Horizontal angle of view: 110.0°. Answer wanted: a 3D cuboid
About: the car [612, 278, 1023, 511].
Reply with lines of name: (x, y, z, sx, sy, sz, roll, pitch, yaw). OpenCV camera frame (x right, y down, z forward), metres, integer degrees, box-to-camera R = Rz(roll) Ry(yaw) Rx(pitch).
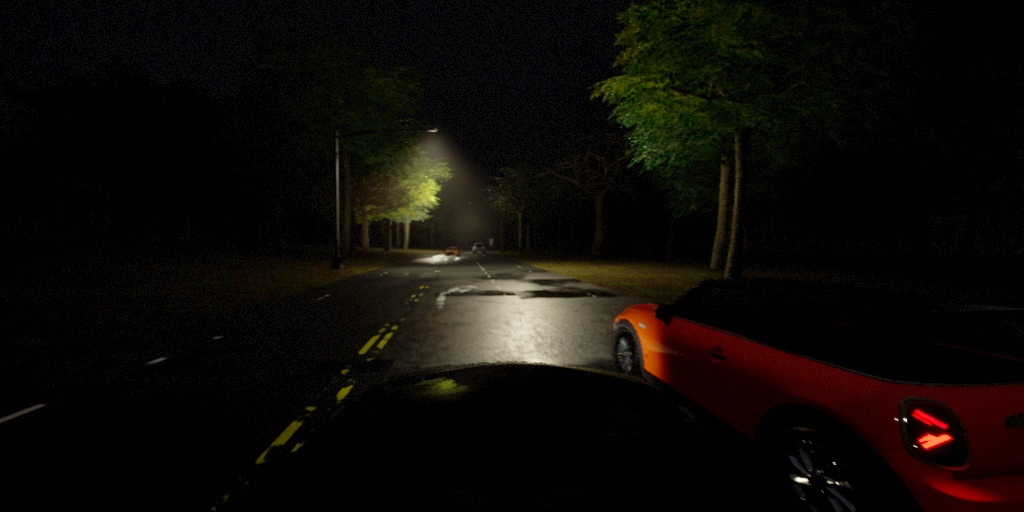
car: (2.948, 1.034, 4.244, 2.097, 1.767, 4.553, 0, 2, -8)

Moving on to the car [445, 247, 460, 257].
car: (-9.112, -0.640, 55.211, 1.882, 1.535, 5.008, 0, 2, -1)
